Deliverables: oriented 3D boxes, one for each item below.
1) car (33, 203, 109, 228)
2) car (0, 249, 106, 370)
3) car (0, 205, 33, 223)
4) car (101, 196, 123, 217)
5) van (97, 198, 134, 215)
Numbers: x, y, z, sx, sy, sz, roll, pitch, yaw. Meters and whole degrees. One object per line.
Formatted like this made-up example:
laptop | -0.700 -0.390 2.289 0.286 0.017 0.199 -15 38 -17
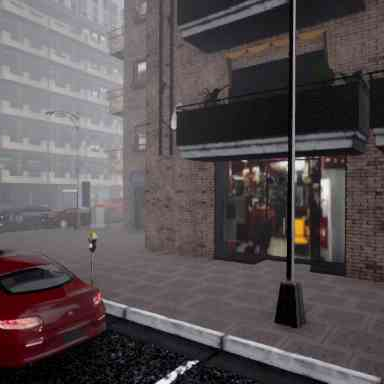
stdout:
car | -8.492 1.756 23.728 1.887 1.381 4.507 0 -1 36
car | -3.119 1.582 5.230 4.206 1.307 1.802 0 0 36
car | -13.273 1.727 27.006 1.994 1.385 4.181 1 0 36
car | -7.790 1.485 34.638 2.150 2.045 5.566 1 0 36
van | -8.664 1.606 37.847 1.690 1.788 3.998 0 -1 36
